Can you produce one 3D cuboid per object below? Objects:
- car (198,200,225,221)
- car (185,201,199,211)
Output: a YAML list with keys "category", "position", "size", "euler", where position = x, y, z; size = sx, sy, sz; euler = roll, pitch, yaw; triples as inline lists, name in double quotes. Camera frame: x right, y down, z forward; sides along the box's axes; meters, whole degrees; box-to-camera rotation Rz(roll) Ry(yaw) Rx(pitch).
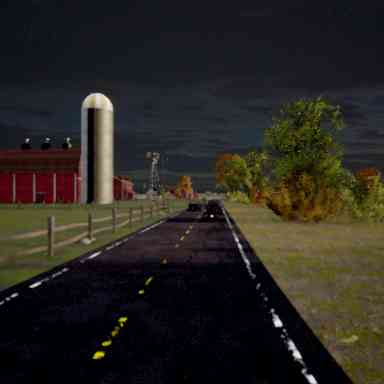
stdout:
- category: "car"
  position: [1.846, 1.767, 29.981]
  size: [1.837, 1.490, 4.892]
  euler: [0, 0, 5]
- category: "car"
  position: [0.262, 1.990, 46.326]
  size: [1.994, 1.385, 4.181]
  euler: [0, -1, 4]
